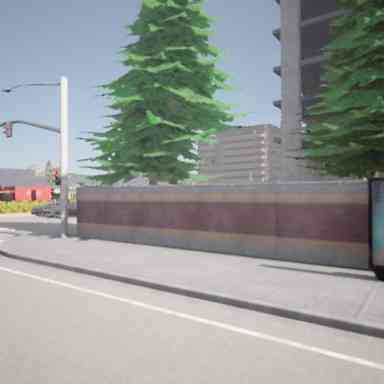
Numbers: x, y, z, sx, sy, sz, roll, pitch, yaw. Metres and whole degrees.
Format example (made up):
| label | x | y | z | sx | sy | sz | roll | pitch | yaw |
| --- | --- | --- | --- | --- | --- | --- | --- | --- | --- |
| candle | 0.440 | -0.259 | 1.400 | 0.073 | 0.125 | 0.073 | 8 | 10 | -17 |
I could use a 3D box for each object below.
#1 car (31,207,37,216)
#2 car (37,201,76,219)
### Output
| label | x | y | z | sx | sy | sz | roll | pitch | yaw |
| --- | --- | --- | --- | --- | --- | --- | --- | --- | --- |
| car | -14.043 | 1.694 | 34.269 | 1.837 | 1.490 | 4.892 | -1 | 0 | 35 |
| car | -11.509 | 1.709 | 31.790 | 2.033 | 1.411 | 5.357 | -1 | 0 | 35 |
